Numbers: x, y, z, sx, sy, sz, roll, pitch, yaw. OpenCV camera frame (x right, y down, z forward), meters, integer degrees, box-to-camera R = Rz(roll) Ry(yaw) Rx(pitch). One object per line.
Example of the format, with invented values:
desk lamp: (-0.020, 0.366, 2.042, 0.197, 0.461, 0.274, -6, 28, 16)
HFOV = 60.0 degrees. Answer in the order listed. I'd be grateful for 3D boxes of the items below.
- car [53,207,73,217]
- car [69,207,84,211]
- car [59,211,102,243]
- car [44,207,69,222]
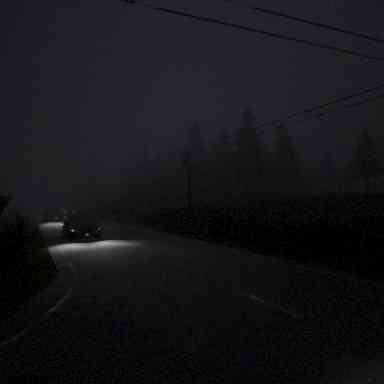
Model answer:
car: (-20.823, 3.130, 53.657, 2.033, 1.411, 5.357, -1, -1, -31)
car: (-15.638, 2.770, 44.768, 2.128, 1.511, 4.902, -1, -1, -29)
car: (-6.755, 2.119, 20.264, 1.812, 1.442, 4.674, -1, -1, -26)
car: (-16.093, 2.675, 38.677, 2.128, 1.511, 4.902, -1, -1, -28)
